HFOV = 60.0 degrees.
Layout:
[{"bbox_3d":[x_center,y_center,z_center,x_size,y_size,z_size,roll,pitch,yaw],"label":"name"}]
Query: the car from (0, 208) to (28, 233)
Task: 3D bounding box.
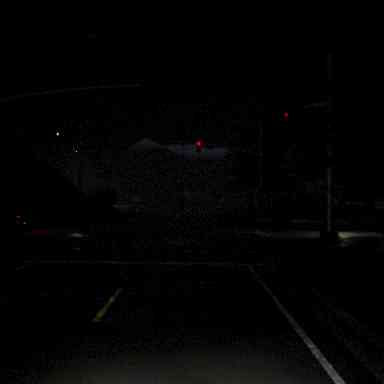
[{"bbox_3d":[-13.311,1.791,21.676,4.902,1.511,2.128,0,-1,1],"label":"car"}]
